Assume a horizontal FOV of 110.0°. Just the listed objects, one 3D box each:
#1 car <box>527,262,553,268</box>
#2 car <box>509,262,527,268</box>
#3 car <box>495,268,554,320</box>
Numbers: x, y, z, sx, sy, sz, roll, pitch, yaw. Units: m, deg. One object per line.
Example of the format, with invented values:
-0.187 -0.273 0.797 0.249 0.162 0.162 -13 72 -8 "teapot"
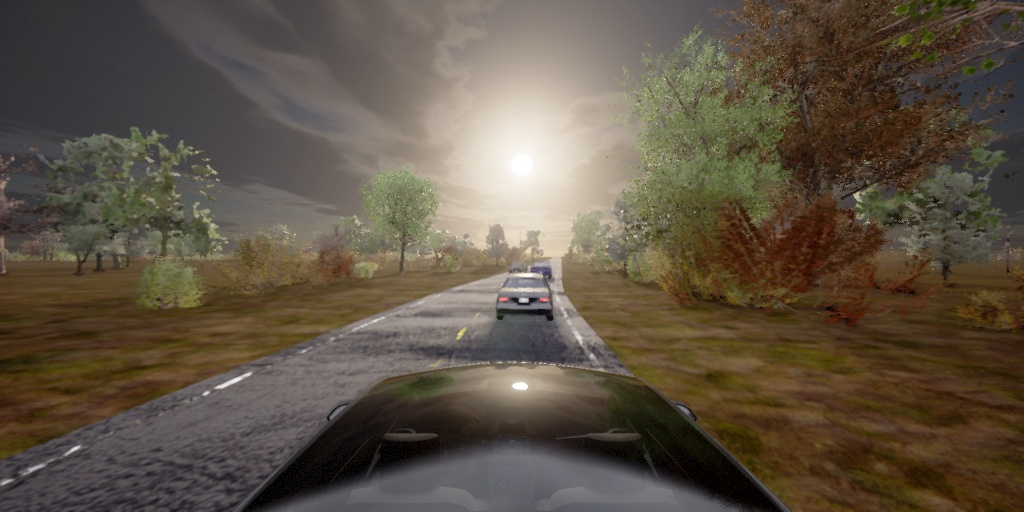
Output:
2.868 1.304 34.589 1.882 1.535 5.008 0 0 8 "car"
0.753 1.405 42.720 1.994 1.385 4.181 0 0 8 "car"
0.505 1.327 12.837 2.033 1.411 5.357 0 0 4 "car"
